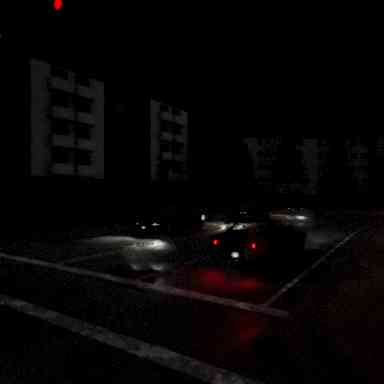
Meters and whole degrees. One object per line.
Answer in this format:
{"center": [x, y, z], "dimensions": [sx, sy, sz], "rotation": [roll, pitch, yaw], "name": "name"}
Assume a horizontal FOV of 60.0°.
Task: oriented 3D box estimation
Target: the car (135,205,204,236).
{"center": [-1.112, 1.551, 18.862], "dimensions": [1.837, 1.490, 4.892], "rotation": [0, 0, 34], "name": "car"}

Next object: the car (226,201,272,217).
{"center": [4.657, 1.524, 26.854], "dimensions": [1.882, 1.535, 5.008], "rotation": [0, 0, 40], "name": "car"}

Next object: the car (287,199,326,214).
{"center": [11.723, 1.545, 33.814], "dimensions": [4.892, 1.490, 1.837], "rotation": [0, 0, -37], "name": "car"}

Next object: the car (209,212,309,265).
{"center": [2.592, 1.620, 11.955], "dimensions": [1.895, 1.301, 4.718], "rotation": [0, 0, 35], "name": "car"}
